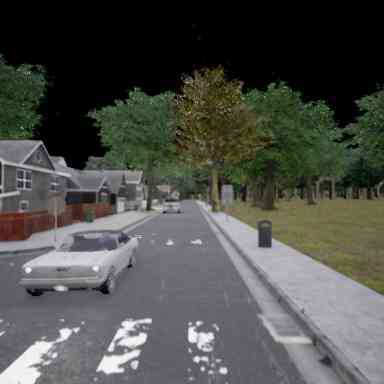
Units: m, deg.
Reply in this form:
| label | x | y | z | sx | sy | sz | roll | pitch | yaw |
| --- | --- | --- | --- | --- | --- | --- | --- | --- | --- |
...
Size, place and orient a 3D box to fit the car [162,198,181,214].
| label | x | y | z | sx | sy | sz | roll | pitch | yaw |
| --- | --- | --- | --- | --- | --- | --- | --- | --- | --- |
| car | -2.727 | 1.770 | 44.903 | 2.150 | 2.045 | 5.566 | 0 | -1 | 0 |

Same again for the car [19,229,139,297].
| label | x | y | z | sx | sy | sz | roll | pitch | yaw |
| --- | --- | --- | --- | --- | --- | --- | --- | --- | --- |
| car | -2.767 | 1.762 | 9.232 | 1.895 | 1.301 | 4.718 | -2 | -1 | 0 |
